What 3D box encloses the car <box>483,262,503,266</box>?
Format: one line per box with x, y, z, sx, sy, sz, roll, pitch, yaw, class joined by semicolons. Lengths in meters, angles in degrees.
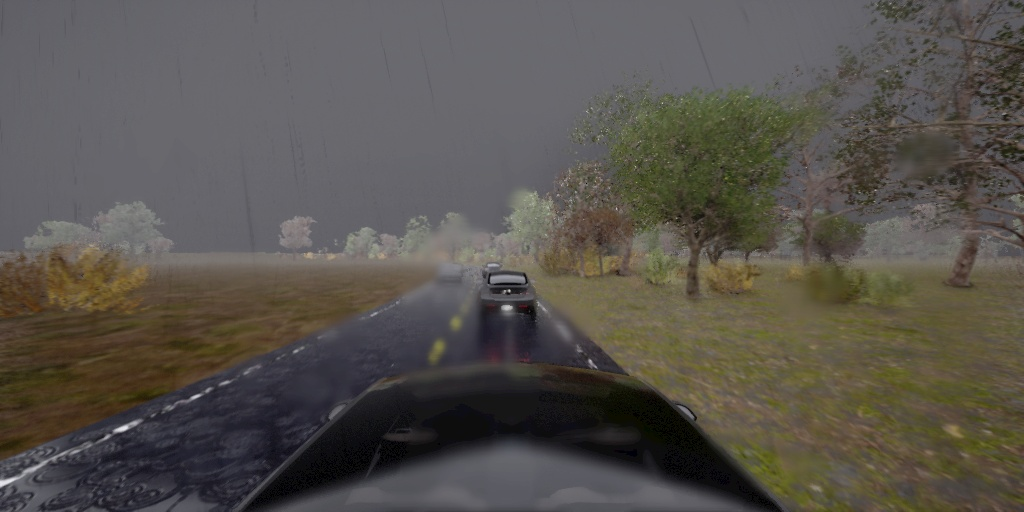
-1.778;1.280;33.222;1.812;1.442;4.674;0;0;-6;car

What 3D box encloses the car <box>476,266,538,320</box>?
-0.192;1.255;12.629;1.837;1.490;4.892;0;0;-2;car

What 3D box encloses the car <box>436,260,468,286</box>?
-4.217;1.263;25.451;1.837;1.490;4.892;0;0;-5;car
